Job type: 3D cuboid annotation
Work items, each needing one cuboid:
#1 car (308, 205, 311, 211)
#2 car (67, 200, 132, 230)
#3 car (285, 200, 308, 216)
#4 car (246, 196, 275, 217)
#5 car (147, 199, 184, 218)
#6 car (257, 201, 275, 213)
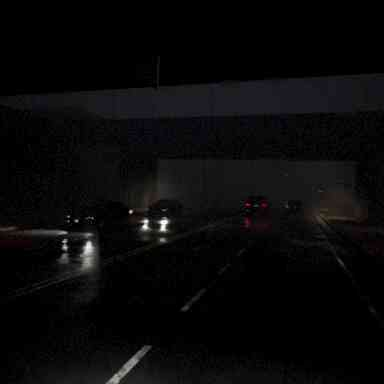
[{"bbox_3d":[15.587,2.129,47.652,1.895,1.301,4.718,2,0,32],"label":"car"},{"bbox_3d":[-5.247,1.278,19.512,1.837,1.490,4.892,2,0,17],"label":"car"},{"bbox_3d":[12.002,1.755,38.758,2.097,1.767,4.553,2,0,17],"label":"car"},{"bbox_3d":[6.887,1.436,34.126,2.150,2.045,5.566,2,0,18],"label":"car"},{"bbox_3d":[-2.205,1.354,29.177,1.882,1.535,5.008,2,0,17],"label":"car"},{"bbox_3d":[9.671,1.873,43.045,1.994,1.385,4.181,2,0,16],"label":"car"}]
